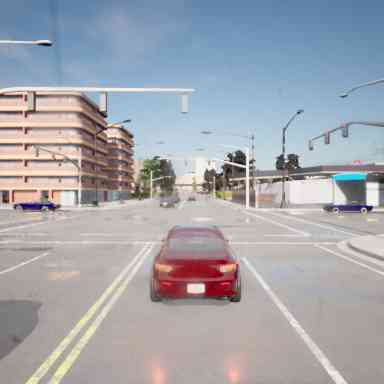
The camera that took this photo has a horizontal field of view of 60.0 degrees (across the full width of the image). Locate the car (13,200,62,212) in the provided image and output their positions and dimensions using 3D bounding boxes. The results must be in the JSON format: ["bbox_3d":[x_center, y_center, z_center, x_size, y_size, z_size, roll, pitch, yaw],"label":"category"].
[{"bbox_3d":[-17.014,1.525,36.571,4.718,1.301,1.895,1,0,3],"label":"car"}]

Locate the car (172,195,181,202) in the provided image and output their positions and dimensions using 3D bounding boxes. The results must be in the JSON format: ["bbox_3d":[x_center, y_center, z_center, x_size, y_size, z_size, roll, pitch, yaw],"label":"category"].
[{"bbox_3d":[-3.540,1.525,75.568,1.837,1.490,4.892,0,0,0],"label":"car"}]

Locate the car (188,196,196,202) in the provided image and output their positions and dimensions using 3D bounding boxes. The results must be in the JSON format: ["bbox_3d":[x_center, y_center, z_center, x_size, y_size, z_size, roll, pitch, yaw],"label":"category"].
[{"bbox_3d":[-0.043,1.567,79.813,2.033,1.411,5.357,0,0,0],"label":"car"}]

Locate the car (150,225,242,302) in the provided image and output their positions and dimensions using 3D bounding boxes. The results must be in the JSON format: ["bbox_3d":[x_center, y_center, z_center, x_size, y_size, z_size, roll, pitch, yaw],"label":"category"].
[{"bbox_3d":[0.078,1.528,8.149,1.812,1.442,4.674,0,0,0],"label":"car"}]

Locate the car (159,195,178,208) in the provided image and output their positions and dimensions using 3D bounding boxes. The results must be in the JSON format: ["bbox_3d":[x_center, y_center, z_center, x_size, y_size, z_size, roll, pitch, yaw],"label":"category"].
[{"bbox_3d":[-3.652,1.507,48.253,2.128,1.511,4.902,0,0,1],"label":"car"}]

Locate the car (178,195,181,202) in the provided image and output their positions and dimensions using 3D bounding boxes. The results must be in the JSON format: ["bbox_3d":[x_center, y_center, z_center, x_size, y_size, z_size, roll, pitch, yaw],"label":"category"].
[{"bbox_3d":[-3.587,1.514,63.565,2.128,1.511,4.902,0,0,0],"label":"car"}]

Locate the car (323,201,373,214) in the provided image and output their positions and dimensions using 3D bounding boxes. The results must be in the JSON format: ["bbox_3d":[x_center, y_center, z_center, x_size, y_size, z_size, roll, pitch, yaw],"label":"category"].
[{"bbox_3d":[16.517,1.613,35.455,4.718,1.301,1.895,0,0,1],"label":"car"}]
